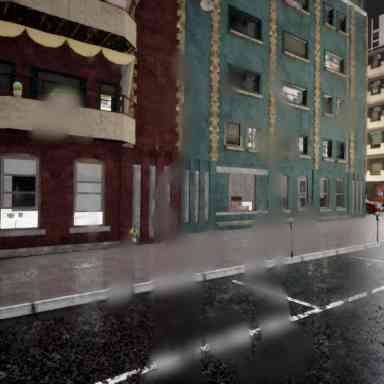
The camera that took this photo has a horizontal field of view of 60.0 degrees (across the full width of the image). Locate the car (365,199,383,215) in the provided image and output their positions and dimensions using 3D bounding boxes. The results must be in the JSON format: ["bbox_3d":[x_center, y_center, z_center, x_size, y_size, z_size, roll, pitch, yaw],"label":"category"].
[{"bbox_3d":[15.690,1.240,32.190,2.192,1.841,5.009,1,0,-36],"label":"car"}]
